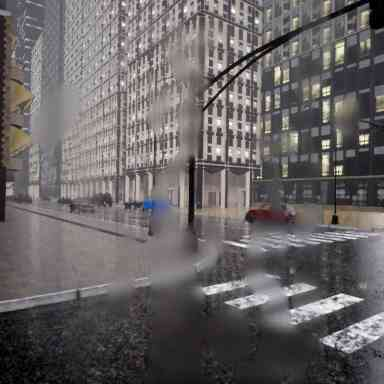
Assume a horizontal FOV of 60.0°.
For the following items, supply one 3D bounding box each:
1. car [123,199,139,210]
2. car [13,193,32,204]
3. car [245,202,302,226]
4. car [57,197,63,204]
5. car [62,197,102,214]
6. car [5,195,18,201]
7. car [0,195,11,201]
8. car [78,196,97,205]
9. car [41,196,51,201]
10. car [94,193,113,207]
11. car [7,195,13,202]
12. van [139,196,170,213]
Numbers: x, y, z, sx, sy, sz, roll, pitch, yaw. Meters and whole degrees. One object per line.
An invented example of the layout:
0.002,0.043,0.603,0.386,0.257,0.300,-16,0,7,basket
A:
-7.364,1.587,42.325,2.008,1.369,4.403,1,-1,-35,car
-30.540,1.157,60.510,2.192,1.841,5.009,1,-1,-35,car
5.716,1.508,23.902,1.967,1.590,4.097,1,-1,-35,car
-22.615,1.525,59.329,1.994,1.385,4.181,1,-1,-35,car
-10.928,1.429,32.870,2.008,1.369,4.403,1,-1,-35,car
-40.351,1.380,74.326,2.008,1.369,4.403,1,-1,-35,car
-46.794,1.367,83.402,1.752,1.417,4.829,1,-1,-35,car
-18.516,1.529,58.825,1.837,1.490,4.892,1,-1,-35,car
-36.789,1.574,83.781,1.802,1.307,4.206,1,-1,-35,car
-14.509,1.258,53.121,2.150,2.045,5.566,1,-1,-35,car
-37.083,1.399,69.720,1.947,1.339,4.313,1,-1,-35,car
-4.091,1.385,37.721,1.690,1.788,3.998,1,-1,-35,van
